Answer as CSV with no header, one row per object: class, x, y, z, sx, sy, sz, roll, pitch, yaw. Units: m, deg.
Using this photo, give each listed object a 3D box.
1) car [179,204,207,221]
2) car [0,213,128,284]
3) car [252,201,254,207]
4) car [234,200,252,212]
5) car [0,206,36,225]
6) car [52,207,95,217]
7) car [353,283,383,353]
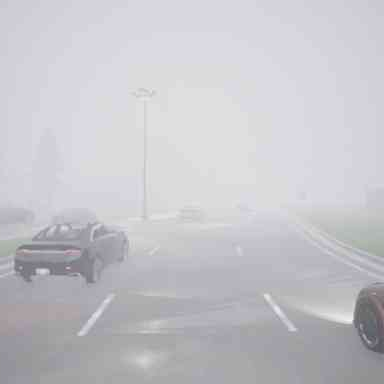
car,0.158,1.871,31.216,1.882,1.535,5.008,0,-1,12
car,-3.258,1.621,9.966,2.128,1.511,4.902,0,-1,3
car,12.122,2.407,70.717,1.812,1.442,4.674,0,-1,12
car,7.271,2.123,47.736,1.812,1.442,4.674,0,-1,12
car,-13.526,1.804,24.071,2.128,1.511,4.902,0,-1,14
car,-9.323,1.904,26.506,1.994,1.385,4.181,0,-1,13
car,3.549,1.609,3.612,1.994,1.385,4.181,0,-1,0
